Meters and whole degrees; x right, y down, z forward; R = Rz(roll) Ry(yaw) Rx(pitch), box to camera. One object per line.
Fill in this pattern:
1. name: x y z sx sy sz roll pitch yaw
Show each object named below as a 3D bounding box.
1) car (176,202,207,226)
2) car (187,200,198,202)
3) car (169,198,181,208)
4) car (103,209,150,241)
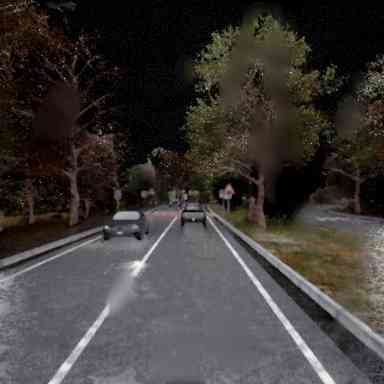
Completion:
1. car: 0.103 1.746 25.785 2.128 1.511 4.902 0 -1 0
2. car: 0.115 1.861 41.964 2.128 1.511 4.902 0 -5 0
3. car: -3.010 1.940 60.620 2.097 1.767 4.553 0 0 2
4. car: -3.347 1.667 17.723 1.812 1.442 4.674 0 -1 0
